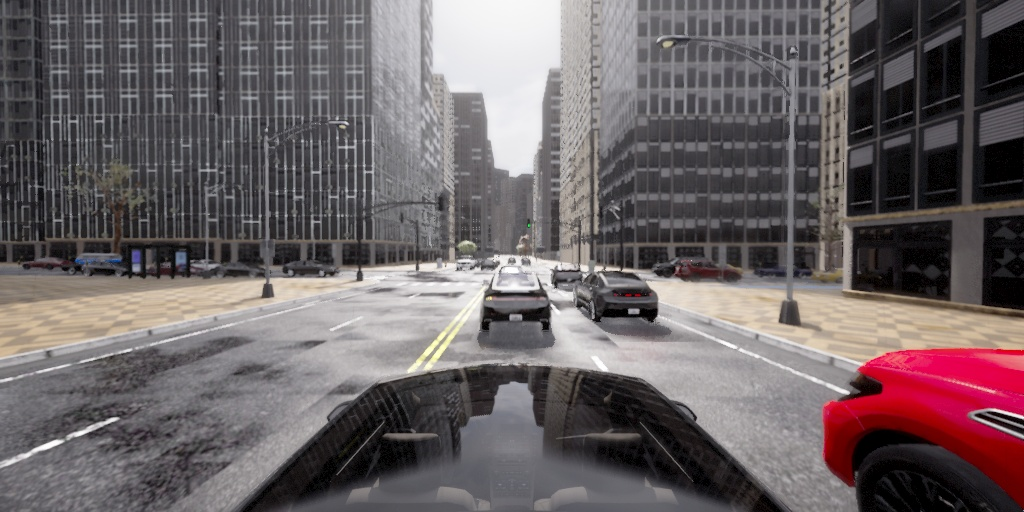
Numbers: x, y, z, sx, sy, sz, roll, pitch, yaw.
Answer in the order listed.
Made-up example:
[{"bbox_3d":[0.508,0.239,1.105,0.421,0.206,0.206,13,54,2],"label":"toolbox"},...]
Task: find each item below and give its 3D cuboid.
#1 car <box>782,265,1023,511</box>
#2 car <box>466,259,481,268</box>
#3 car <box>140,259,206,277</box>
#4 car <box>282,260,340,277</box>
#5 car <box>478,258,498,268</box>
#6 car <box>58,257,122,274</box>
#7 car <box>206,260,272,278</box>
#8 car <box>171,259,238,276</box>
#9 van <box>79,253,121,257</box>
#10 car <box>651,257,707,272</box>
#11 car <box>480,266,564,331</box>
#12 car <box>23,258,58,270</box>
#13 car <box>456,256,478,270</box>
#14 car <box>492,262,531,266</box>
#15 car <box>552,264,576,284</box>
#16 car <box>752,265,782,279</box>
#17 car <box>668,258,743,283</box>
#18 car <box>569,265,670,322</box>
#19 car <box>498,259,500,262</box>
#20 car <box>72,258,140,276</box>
[{"bbox_3d":[3.349,0.973,0.212,2.150,2.045,5.566,0,0,0],"label":"car"},{"bbox_3d":[-6.577,1.281,61.523,1.994,1.385,4.181,0,0,0],"label":"car"},{"bbox_3d":[-28.420,1.146,30.495,4.207,1.307,1.802,0,0,1],"label":"car"},{"bbox_3d":[-18.413,1.116,32.966,4.892,1.490,1.837,1,1,2],"label":"car"},{"bbox_3d":[-3.348,1.205,51.032,1.882,1.535,5.008,0,0,0],"label":"car"},{"bbox_3d":[-38.589,1.029,33.397,4.718,1.301,1.895,1,1,1],"label":"car"},{"bbox_3d":[-22.736,1.181,30.363,4.313,1.339,1.948,0,0,1],"label":"car"},{"bbox_3d":[-28.367,1.047,33.184,4.674,1.442,1.812,1,1,1],"label":"car"},{"bbox_3d":[-45.294,0.615,39.326,3.998,1.789,1.690,0,0,1],"label":"van"},{"bbox_3d":[16.838,1.096,35.595,5.566,2.045,2.150,1,1,1],"label":"car"},{"bbox_3d":[0.098,1.240,10.936,2.128,1.511,4.902,0,0,0],"label":"car"},{"bbox_3d":[-50.976,0.804,39.440,4.207,1.307,1.802,0,0,1],"label":"car"},{"bbox_3d":[-6.598,0.948,51.482,2.150,2.045,5.566,0,0,0],"label":"car"},{"bbox_3d":[-0.066,1.291,22.377,2.033,1.411,5.357,0,0,-4],"label":"car"},{"bbox_3d":[3.610,1.243,23.887,2.128,1.511,4.902,-1,0,4],"label":"car"},{"bbox_3d":[26.654,1.561,35.444,4.718,1.301,1.895,0,1,1],"label":"car"},{"bbox_3d":[16.189,1.276,29.843,5.009,1.841,2.192,0,0,1],"label":"car"},{"bbox_3d":[3.349,1.254,12.262,1.837,1.490,4.892,0,0,0],"label":"car"},{"bbox_3d":[-3.342,1.282,60.618,1.994,1.385,4.181,0,0,0],"label":"car"},{"bbox_3d":[-34.101,1.077,30.667,4.313,1.339,1.948,0,0,1],"label":"car"}]
